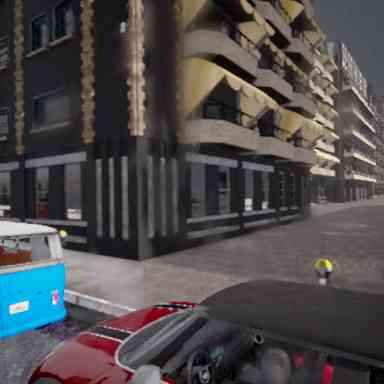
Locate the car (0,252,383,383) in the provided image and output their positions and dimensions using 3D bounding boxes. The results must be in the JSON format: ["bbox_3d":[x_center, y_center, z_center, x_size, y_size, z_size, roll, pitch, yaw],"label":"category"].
[{"bbox_3d":[0.521,1.443,2.521,4.097,1.590,1.967,0,-1,36],"label":"car"}]

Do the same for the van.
[{"bbox_3d":[-3.881,1.358,5.661,3.998,1.788,1.690,0,-1,36],"label":"van"}]
